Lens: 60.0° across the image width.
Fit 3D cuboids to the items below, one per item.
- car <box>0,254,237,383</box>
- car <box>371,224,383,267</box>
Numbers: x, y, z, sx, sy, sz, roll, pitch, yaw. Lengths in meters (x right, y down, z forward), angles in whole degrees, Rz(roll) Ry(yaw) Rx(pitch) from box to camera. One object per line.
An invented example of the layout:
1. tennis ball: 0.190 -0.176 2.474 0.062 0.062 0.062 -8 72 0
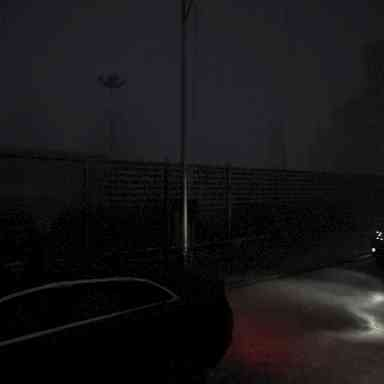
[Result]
1. car: -1.752 1.493 3.354 4.902 1.511 2.128 0 0 -36
2. car: 7.748 1.213 10.133 5.566 2.045 2.150 0 0 -35
